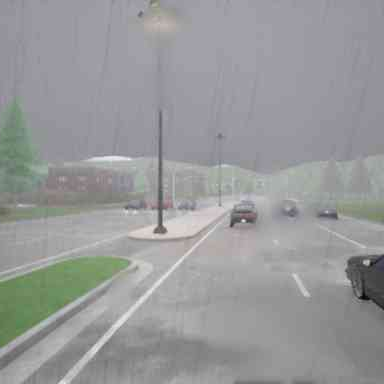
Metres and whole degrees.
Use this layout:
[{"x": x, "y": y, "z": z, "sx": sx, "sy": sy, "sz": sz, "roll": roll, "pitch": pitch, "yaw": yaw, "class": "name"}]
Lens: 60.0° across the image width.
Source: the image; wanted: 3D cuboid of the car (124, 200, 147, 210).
[{"x": -7.663, "y": 1.761, "z": 46.051, "sx": 2.033, "sy": 1.411, "sz": 5.357, "roll": 0, "pitch": 0, "yaw": 10, "class": "car"}]

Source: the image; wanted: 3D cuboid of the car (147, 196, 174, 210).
[{"x": -4.059, "y": 1.533, "z": 46.282, "sx": 2.150, "sy": 2.045, "sz": 5.566, "roll": 0, "pitch": 0, "yaw": 10, "class": "car"}]

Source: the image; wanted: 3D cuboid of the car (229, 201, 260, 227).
[{"x": 3.729, "y": 1.618, "z": 23.752, "sx": 1.837, "sy": 1.490, "sz": 4.892, "roll": 0, "pitch": 0, "yaw": 10, "class": "car"}]

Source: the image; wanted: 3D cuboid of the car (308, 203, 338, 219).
[{"x": 12.118, "y": 1.715, "z": 31.003, "sx": 1.994, "sy": 1.385, "sz": 4.181, "roll": 0, "pitch": 0, "yaw": 10, "class": "car"}]

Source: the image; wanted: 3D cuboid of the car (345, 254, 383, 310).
[{"x": 4.176, "y": 1.575, "z": 5.320, "sx": 2.033, "sy": 1.411, "sz": 5.357, "roll": 0, "pitch": 0, "yaw": 8, "class": "car"}]

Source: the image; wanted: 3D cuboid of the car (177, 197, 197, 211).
[{"x": -0.602, "y": 1.619, "z": 45.728, "sx": 2.097, "sy": 1.767, "sz": 4.553, "roll": 0, "pitch": 0, "yaw": 10, "class": "car"}]

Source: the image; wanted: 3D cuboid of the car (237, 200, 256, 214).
[{"x": 6.504, "y": 1.735, "z": 39.428, "sx": 2.033, "sy": 1.411, "sz": 5.357, "roll": 0, "pitch": 0, "yaw": 10, "class": "car"}]

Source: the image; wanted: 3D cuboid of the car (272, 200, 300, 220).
[{"x": 8.350, "y": 1.496, "z": 29.797, "sx": 2.097, "sy": 1.767, "sz": 4.553, "roll": 0, "pitch": 0, "yaw": 10, "class": "car"}]
